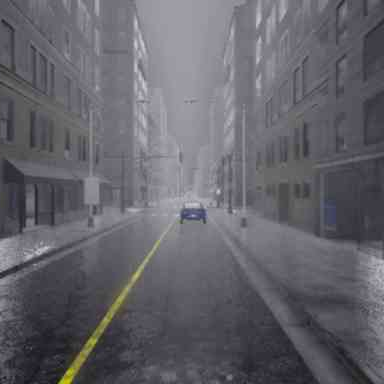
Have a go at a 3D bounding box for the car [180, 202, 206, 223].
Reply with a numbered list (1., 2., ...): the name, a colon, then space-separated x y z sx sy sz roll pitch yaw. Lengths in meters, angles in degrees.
1. car: 0.089 1.509 25.708 1.882 1.535 5.008 0 0 0
